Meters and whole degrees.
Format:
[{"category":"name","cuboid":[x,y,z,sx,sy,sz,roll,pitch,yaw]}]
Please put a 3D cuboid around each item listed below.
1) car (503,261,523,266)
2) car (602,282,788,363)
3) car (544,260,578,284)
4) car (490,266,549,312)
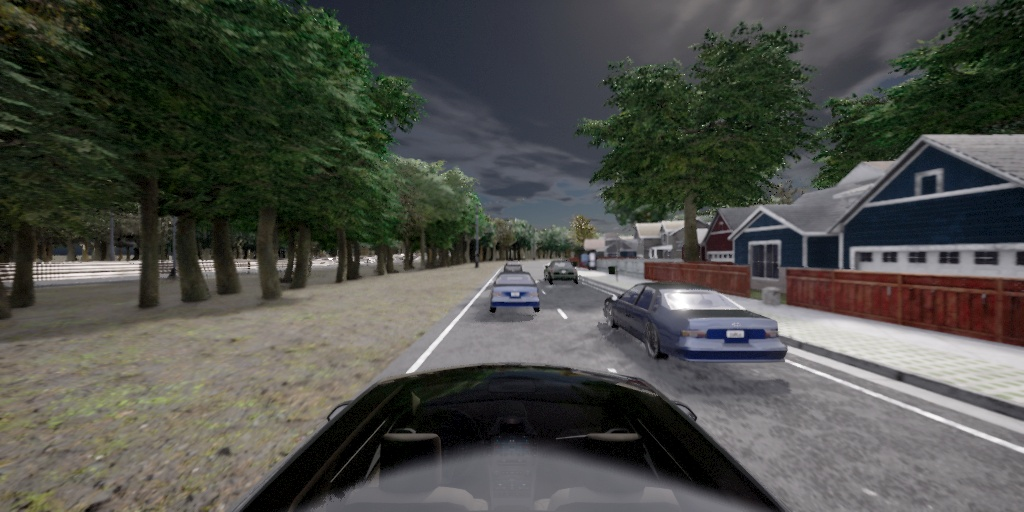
[{"category":"car","cuboid":[0.107,1.230,36.758,2.128,1.511,4.902,0,0,0]},{"category":"car","cuboid":[3.602,1.307,8.293,2.033,1.411,5.357,0,0,0]},{"category":"car","cuboid":[3.606,1.110,27.109,2.097,1.767,4.553,0,0,0]},{"category":"car","cuboid":[0.104,1.311,14.358,2.033,1.411,5.357,0,0,0]}]
